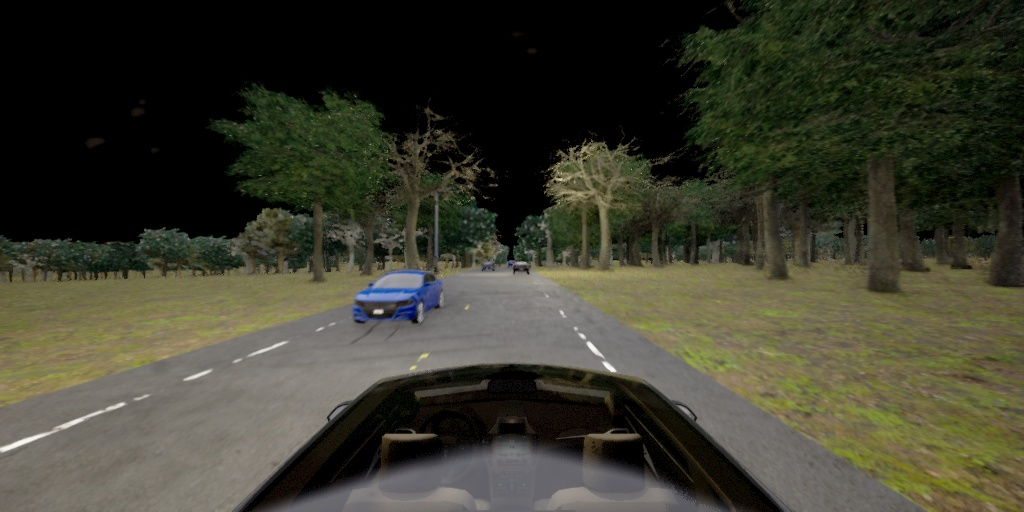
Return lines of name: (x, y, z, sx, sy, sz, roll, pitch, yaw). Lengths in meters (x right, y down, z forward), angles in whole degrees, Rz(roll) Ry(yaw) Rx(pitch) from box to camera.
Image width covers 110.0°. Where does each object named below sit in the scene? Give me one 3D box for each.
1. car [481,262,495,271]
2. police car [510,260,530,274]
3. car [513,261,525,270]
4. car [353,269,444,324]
car: (-3.510, 1.542, 53.505, 2.033, 1.411, 5.357, 0, -1, 1)
police car: (1.069, 1.308, 42.686, 1.930, 1.638, 5.238, 0, 0, 0)
car: (1.076, 1.580, 58.577, 1.812, 1.442, 4.674, 0, -1, 0)
car: (-3.586, 1.228, 12.138, 1.882, 1.535, 5.008, 0, 0, 0)
